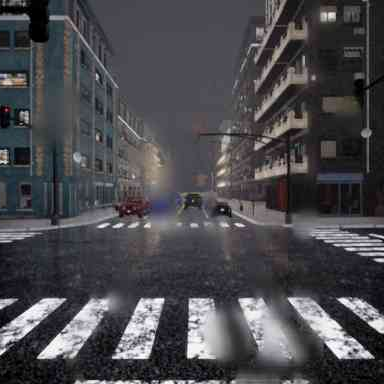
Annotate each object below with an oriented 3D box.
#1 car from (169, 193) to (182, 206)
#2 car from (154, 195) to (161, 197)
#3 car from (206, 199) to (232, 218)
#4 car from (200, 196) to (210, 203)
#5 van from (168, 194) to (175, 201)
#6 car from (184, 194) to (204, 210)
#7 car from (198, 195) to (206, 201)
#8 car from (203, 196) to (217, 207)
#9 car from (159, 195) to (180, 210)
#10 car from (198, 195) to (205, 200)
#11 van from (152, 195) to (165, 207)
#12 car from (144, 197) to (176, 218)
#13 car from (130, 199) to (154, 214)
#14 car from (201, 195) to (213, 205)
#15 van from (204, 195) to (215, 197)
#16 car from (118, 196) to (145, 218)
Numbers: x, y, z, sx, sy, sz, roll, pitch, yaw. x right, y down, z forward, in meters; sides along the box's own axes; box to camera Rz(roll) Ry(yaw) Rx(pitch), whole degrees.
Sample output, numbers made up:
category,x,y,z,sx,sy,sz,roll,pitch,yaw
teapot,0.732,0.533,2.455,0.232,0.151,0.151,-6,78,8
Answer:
category,x,y,z,sx,sy,sz,roll,pitch,yaw
car,-2.778,1.203,54.272,2.150,2.045,5.566,0,0,0
car,-5.266,1.533,46.995,1.887,1.381,4.507,0,0,0
car,2.597,1.562,30.332,1.947,1.339,4.313,0,0,0
car,2.637,1.525,69.196,2.008,1.369,4.403,0,0,0
van,-5.226,1.301,85.859,1.690,1.788,3.998,0,0,0
car,0.144,1.211,43.478,2.150,2.045,5.566,0,0,0
car,2.653,1.504,85.852,1.887,1.381,4.507,0,0,0
car,2.608,1.573,41.436,1.802,1.307,4.206,0,0,0
car,-2.806,1.496,40.649,1.837,1.490,4.892,0,0,0
car,2.659,1.499,91.404,1.887,1.381,4.507,0,0,0
van,-5.260,1.326,52.547,1.690,1.788,3.998,0,0,0
car,-2.822,1.473,30.279,1.882,1.535,5.008,0,0,0
car,-5.278,1.538,35.891,1.887,1.381,4.507,0,0,0
car,2.626,1.422,58.091,1.967,1.590,4.097,0,0,0
van,2.615,1.329,46.988,1.690,1.788,3.998,0,0,0
car,-5.283,1.311,30.339,2.192,1.841,5.009,0,0,0
